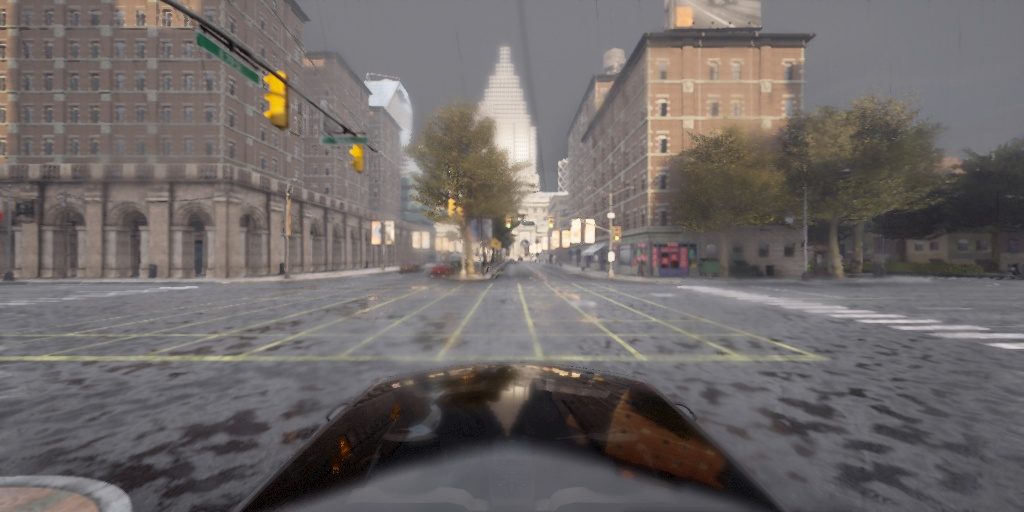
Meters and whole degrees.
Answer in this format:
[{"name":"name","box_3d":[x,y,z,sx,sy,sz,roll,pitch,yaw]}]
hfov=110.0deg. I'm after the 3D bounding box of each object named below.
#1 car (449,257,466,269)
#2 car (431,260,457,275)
[{"name":"car","box_3d":[-8.022,1.119,51.549,2.150,2.045,5.566,0,0,0]},{"name":"car","box_3d":[-8.085,1.470,41.908,1.895,1.301,4.718,0,0,0]}]
